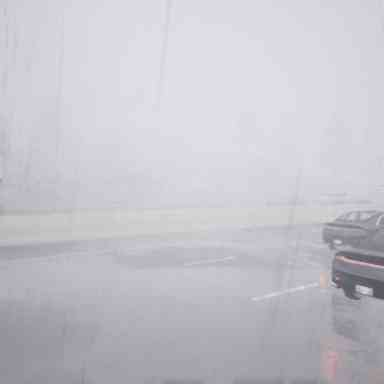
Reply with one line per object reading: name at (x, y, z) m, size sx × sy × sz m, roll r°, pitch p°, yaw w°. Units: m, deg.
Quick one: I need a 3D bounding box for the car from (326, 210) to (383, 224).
car at (6.941, 1.433, 12.324) m, size 4.902 × 1.511 × 2.128 m, roll 0°, pitch 0°, yaw -31°

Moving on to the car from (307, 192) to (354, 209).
car at (17.464, 1.029, 41.865) m, size 5.566 × 2.045 × 2.150 m, roll 0°, pitch 0°, yaw -24°

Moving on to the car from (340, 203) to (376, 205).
car at (16.871, 1.404, 33.838) m, size 4.181 × 1.385 × 1.994 m, roll 0°, pitch 0°, yaw -26°

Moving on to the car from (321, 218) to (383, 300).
car at (4.988, 1.457, 7.005) m, size 4.902 × 1.511 × 2.128 m, roll 0°, pitch 0°, yaw -33°
